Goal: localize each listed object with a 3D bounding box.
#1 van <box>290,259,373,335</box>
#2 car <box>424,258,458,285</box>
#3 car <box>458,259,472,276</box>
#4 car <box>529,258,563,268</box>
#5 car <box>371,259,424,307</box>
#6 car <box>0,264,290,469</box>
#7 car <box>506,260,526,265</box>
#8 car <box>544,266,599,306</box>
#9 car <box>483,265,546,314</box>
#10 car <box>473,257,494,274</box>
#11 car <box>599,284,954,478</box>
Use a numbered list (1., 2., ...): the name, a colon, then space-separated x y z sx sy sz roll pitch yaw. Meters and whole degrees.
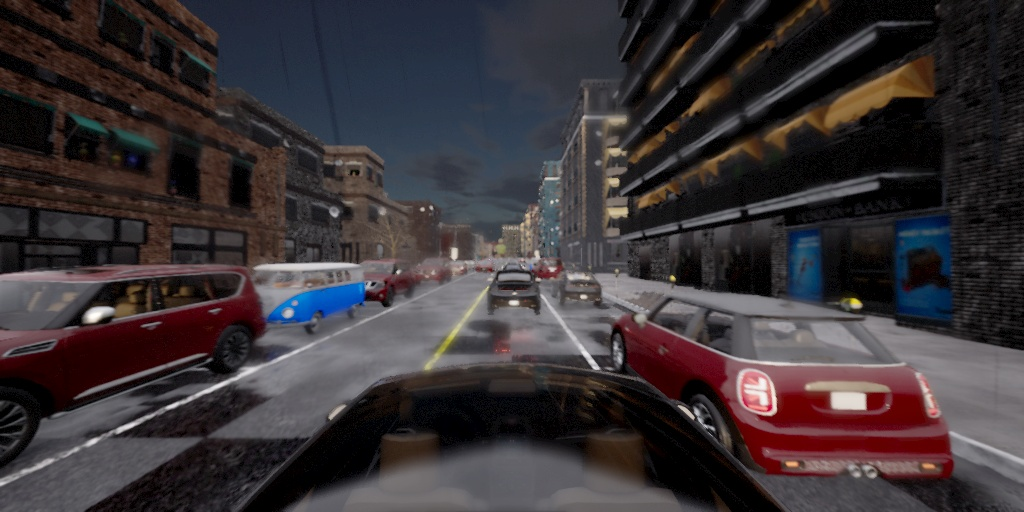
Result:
1. van: -5.689 1.089 10.236 1.690 1.789 3.998 0 0 0
2. car: -5.687 1.057 26.457 2.192 1.841 5.009 0 0 0
3. car: -5.686 1.177 37.272 1.967 1.591 4.097 0 0 0
4. car: 2.693 1.056 26.449 2.192 1.841 5.009 0 0 0
5. car: -5.688 1.061 15.643 2.192 1.841 5.009 0 0 0
6. car: -5.689 1.064 4.828 2.192 1.841 5.009 0 0 0
7. car: 0.088 1.304 29.427 1.994 1.385 4.181 0 0 0
8. car: 2.693 1.296 15.635 2.007 1.370 4.403 0 0 0
9. car: 0.085 1.251 13.820 1.837 1.490 4.892 0 0 0
10. car: -3.086 1.213 41.755 1.882 1.535 5.008 0 0 0
11. car: 2.692 1.189 4.821 1.967 1.591 4.097 0 0 0
